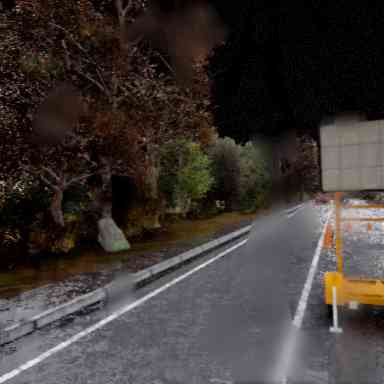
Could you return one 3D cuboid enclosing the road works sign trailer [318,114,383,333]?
[{"bbox_3d":[3.678,0.369,6.147,2.380,3.560,2.880,-2,0,23],"label":"road works sign trailer"}]

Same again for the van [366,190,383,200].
[{"bbox_3d":[39.618,0.541,70.685,4.442,1.987,1.878,-2,-2,24],"label":"van"}]

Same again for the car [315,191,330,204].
[{"bbox_3d":[21.922,0.897,55.834,2.150,2.045,5.566,-2,-1,24],"label":"car"}]

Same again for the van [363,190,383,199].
[{"bbox_3d":[45.459,0.688,83.279,4.442,1.987,1.878,-2,-2,24],"label":"van"}]

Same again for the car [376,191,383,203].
[{"bbox_3d":[27.203,0.839,42.804,5.366,1.575,1.946,-2,-1,24],"label":"car"}]

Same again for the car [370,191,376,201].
[{"bbox_3d":[30.575,0.799,50.419,5.366,1.575,1.946,-2,-1,24],"label":"car"}]

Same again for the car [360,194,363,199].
[{"bbox_3d":[44.238,0.887,80.780,5.008,1.535,2.097,-2,-2,24],"label":"car"}]

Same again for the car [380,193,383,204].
[{"bbox_3d":[28.502,0.823,45.265,4.892,1.521,2.231,-2,-1,24],"label":"car"}]

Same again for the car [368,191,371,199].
[{"bbox_3d":[34.112,0.755,57.962,5.008,1.535,2.097,-2,-1,24],"label":"car"}]

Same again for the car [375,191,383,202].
[{"bbox_3d":[31.835,0.657,52.897,4.553,1.767,2.185,-2,-1,24],"label":"car"}]

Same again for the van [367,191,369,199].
[{"bbox_3d":[36.250,0.507,63.086,4.442,1.987,1.878,-2,-1,24],"label":"van"}]

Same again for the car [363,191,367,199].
[{"bbox_3d":[37.506,0.463,65.566,5.566,2.045,2.435,-2,-1,24],"label":"car"}]
